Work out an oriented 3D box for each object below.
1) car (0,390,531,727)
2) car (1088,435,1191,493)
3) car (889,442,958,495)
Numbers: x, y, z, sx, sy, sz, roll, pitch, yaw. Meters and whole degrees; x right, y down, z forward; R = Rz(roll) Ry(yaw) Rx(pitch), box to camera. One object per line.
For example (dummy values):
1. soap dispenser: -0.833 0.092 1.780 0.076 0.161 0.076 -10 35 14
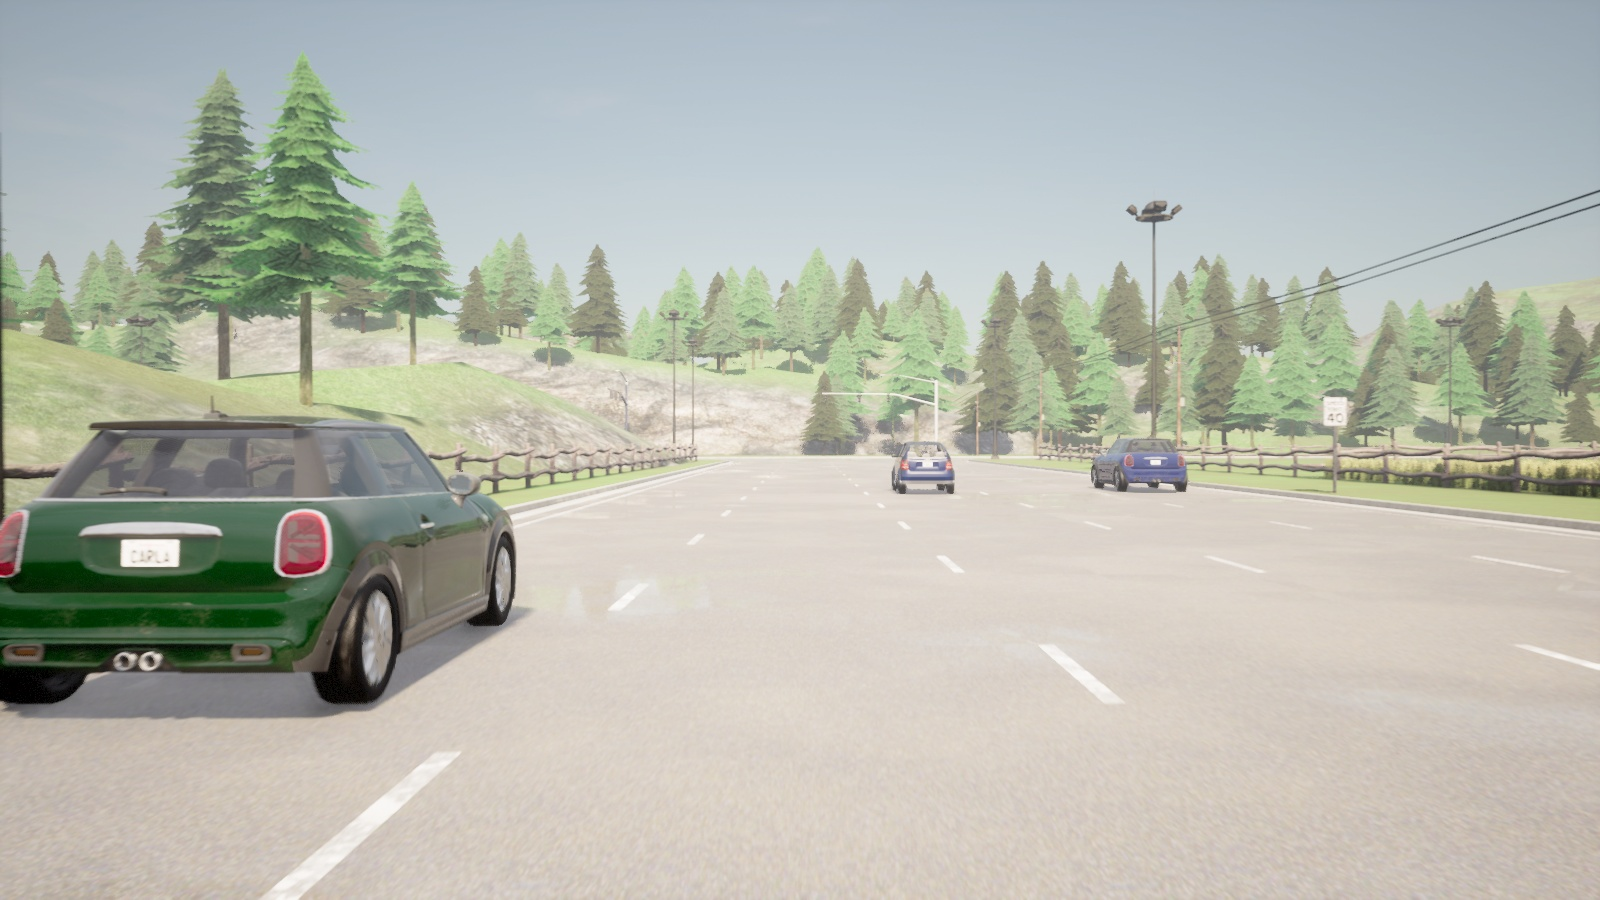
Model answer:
1. car: -3.434 0.557 8.852 2.097 1.767 4.553 0 0 0
2. car: 10.742 0.412 40.087 2.097 1.767 4.553 0 0 0
3. car: 3.734 0.533 38.550 1.789 1.549 3.705 0 0 0
